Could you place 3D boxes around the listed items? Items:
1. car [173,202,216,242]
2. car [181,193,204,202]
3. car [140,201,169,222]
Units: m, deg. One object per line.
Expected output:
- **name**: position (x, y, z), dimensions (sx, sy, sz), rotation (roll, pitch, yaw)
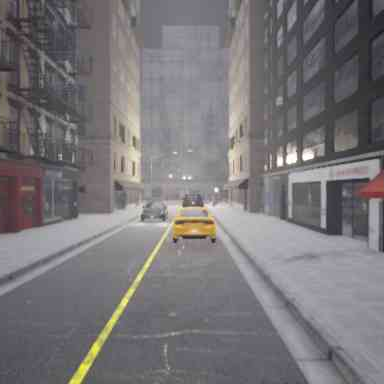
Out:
- **car**: position (0.100, 1.454, 16.143), dimensions (1.882, 1.535, 5.008), rotation (0, 0, 0)
- **car**: position (0.100, 1.147, 34.271), dimensions (2.150, 2.045, 5.566), rotation (0, 0, 0)
- **car**: position (-2.849, 1.478, 26.044), dimensions (1.812, 1.442, 4.674), rotation (0, 0, 0)
